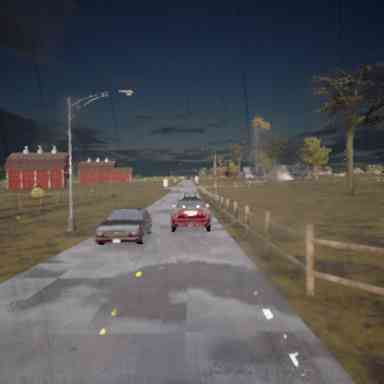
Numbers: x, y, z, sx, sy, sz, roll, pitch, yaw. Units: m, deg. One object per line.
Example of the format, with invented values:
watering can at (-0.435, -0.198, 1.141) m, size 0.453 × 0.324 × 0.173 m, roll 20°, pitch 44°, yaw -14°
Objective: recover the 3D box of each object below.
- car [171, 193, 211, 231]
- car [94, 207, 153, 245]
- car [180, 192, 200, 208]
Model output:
car at (-0.059, 1.115, 18.943) m, size 2.097 × 1.767 × 4.553 m, roll -1°, pitch 1°, yaw 0°
car at (-2.852, 1.413, 15.067) m, size 2.033 × 1.411 × 5.357 m, roll -1°, pitch 1°, yaw 0°
car at (-0.198, 0.819, 37.751) m, size 2.128 × 1.511 × 4.902 m, roll -1°, pitch 2°, yaw 0°
